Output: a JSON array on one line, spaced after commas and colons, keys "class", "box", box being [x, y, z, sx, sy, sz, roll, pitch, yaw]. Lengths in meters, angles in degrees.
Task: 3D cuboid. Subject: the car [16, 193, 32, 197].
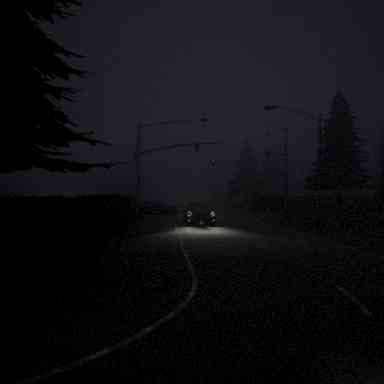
[{"class": "car", "box": [-36.488, 1.220, 73.713, 1.932, 1.855, 4.605, 0, 0, -5]}]

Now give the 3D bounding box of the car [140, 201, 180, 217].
[{"class": "car", "box": [-3.926, 1.623, 33.368, 5.357, 1.411, 2.033, 0, 0, -4]}]

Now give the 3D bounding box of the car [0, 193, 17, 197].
[{"class": "car", "box": [-31.452, 1.381, 55.498, 1.845, 1.501, 3.633, 0, 0, -5]}]

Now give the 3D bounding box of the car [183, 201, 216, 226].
[{"class": "car", "box": [0.476, 1.487, 24.336, 2.097, 1.767, 4.553, 0, 0, -4]}]
